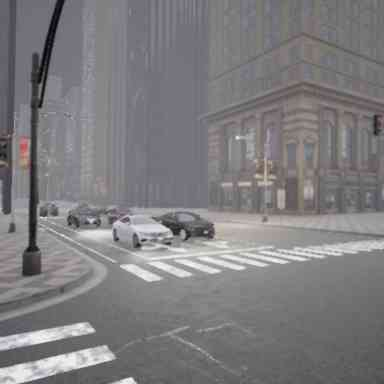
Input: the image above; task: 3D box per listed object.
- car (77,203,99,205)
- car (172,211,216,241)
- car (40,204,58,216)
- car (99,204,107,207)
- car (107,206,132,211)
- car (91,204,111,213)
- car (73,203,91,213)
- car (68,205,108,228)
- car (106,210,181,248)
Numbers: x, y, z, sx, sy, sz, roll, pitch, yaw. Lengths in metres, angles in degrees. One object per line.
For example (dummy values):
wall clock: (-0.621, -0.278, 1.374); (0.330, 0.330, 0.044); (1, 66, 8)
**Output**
car: (-13.399, 2.433, 41.060); (1.994, 1.385, 4.181); (1, -1, -31)
car: (-0.477, 1.914, 19.759); (1.882, 1.535, 5.008); (1, -2, -30)
car: (-18.928, 2.410, 43.970); (1.837, 1.490, 4.892); (1, -2, -31)
car: (-13.309, 2.615, 47.405); (1.895, 1.301, 4.718); (1, -1, -31)
car: (-5.676, 2.177, 28.326); (1.994, 1.385, 4.181); (1, -2, -30)
car: (-15.820, 2.773, 57.703); (2.033, 1.411, 5.357); (1, -1, -31)
car: (-18.597, 2.677, 56.018); (1.837, 1.490, 4.892); (1, -1, -31)
car: (-8.919, 2.065, 27.389); (2.128, 1.511, 4.902); (1, -1, -31)
car: (-2.638, 1.886, 17.050); (1.812, 1.442, 4.674); (1, -2, -31)
